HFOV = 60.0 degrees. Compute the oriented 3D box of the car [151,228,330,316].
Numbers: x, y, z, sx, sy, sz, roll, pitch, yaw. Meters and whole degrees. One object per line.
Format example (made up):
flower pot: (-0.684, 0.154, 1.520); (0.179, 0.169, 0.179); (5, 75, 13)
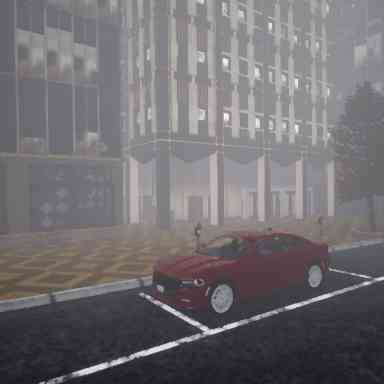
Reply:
car: (1.243, 1.541, 7.461); (4.507, 1.381, 1.887); (0, -1, -35)
